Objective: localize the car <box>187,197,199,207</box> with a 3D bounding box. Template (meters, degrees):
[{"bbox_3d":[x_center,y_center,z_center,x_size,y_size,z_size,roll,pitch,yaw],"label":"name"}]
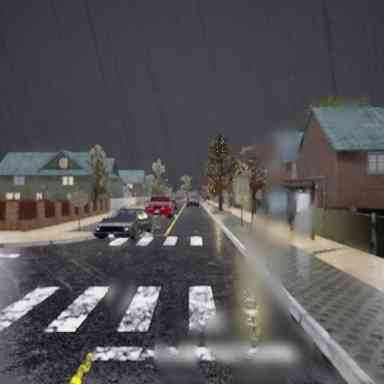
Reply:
[{"bbox_3d":[0.121,1.754,53.749,1.994,1.385,4.181,0,0,0],"label":"car"}]

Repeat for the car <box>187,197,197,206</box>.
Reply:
[{"bbox_3d":[0.036,1.772,63.735,1.837,1.490,4.892,0,-1,0],"label":"car"}]

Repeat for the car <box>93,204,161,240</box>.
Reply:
[{"bbox_3d":[-3.306,1.561,17.401,2.033,1.411,5.357,0,0,6],"label":"car"}]

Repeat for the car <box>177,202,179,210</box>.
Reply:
[{"bbox_3d":[-2.818,1.650,43.610,1.812,1.442,4.674,0,0,0],"label":"car"}]

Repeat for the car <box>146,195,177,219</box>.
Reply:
[{"bbox_3d":[-2.831,1.276,30.141,2.150,2.045,5.566,0,0,1],"label":"car"}]
